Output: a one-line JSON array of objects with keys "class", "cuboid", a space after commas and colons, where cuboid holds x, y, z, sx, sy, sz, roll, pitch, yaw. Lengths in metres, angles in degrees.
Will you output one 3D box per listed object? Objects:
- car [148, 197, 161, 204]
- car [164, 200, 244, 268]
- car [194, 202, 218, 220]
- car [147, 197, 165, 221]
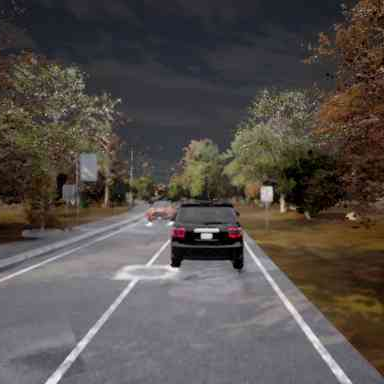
[{"class": "car", "cuboid": [-7.937, 1.769, 69.836, 1.837, 1.490, 4.892, 1, 0, -15]}, {"class": "car", "cuboid": [0.532, 1.282, 11.668, 2.150, 2.045, 5.566, 0, 0, 3]}, {"class": "car", "cuboid": [1.245, 1.722, 31.694, 2.033, 1.411, 5.357, 0, 0, 0]}, {"class": "car", "cuboid": [-2.529, 1.504, 28.474, 2.097, 1.767, 4.553, 0, 0, 1]}]
